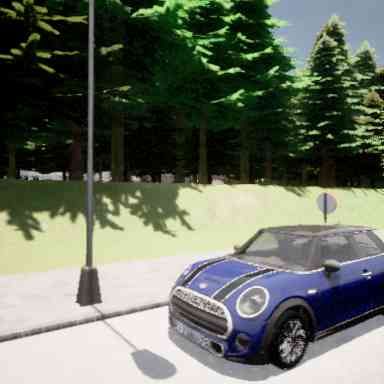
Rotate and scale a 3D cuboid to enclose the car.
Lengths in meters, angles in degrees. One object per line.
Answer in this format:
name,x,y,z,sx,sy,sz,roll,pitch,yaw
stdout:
car,1.829,1.396,5.910,4.553,1.767,2.097,1,0,-36
